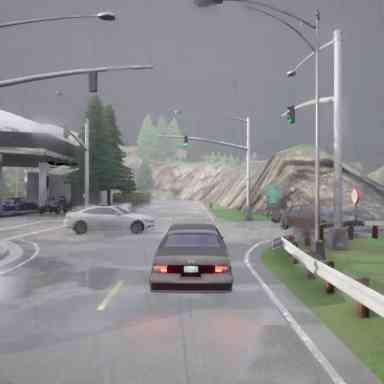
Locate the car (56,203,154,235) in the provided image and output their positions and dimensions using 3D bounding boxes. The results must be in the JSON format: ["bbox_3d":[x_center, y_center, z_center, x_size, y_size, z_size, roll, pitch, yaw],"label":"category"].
[{"bbox_3d":[-4.286,1.415,17.452,4.674,1.442,1.812,0,0,-1],"label":"car"}]

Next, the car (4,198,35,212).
[{"bbox_3d":[-20.315,1.480,39.558,2.242,1.667,4.611,0,0,-1],"label":"car"}]

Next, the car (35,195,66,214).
[{"bbox_3d":[-14.600,1.312,35.292,1.905,1.878,3.866,0,0,-1],"label":"car"}]

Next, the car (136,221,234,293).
[{"bbox_3d":[0.032,1.547,8.978,2.033,1.411,5.357,0,0,1],"label":"car"}]

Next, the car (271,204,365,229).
[{"bbox_3d":[6.400,1.358,17.602,2.033,1.411,5.357,0,0,-23],"label":"car"}]
